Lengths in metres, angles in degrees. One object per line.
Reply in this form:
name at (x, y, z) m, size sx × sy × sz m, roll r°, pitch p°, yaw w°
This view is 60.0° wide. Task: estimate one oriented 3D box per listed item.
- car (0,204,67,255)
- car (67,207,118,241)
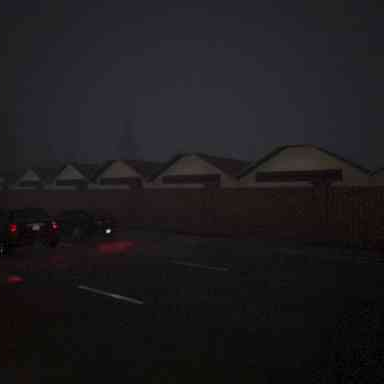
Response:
car at (-7.514, 1.364, 13.612) m, size 4.553 × 1.767 × 2.097 m, roll 0°, pitch 0°, yaw 36°
car at (-5.800, 1.519, 16.693) m, size 4.892 × 1.490 × 1.837 m, roll 1°, pitch 0°, yaw 36°
